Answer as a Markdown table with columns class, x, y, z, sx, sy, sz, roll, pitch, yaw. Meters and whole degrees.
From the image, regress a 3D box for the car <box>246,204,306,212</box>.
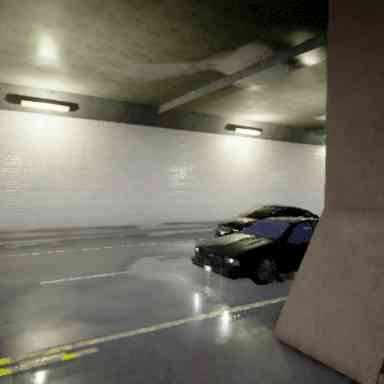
| class | x | y | z | sx | sy | sz | roll | pitch | yaw |
| --- | --- | --- | --- | --- | --- | --- | --- | --- | --- |
| car | 3.213 | 1.292 | 13.552 | 4.892 | 1.490 | 1.837 | 0 | 1 | -31 |

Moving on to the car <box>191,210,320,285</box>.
| class | x | y | z | sx | sy | sz | roll | pitch | yaw |
| --- | --- | --- | --- | --- | --- | --- | --- | --- | --- |
| car | 2.665 | 1.408 | 9.135 | 5.357 | 1.411 | 2.033 | 0 | 1 | -31 |
